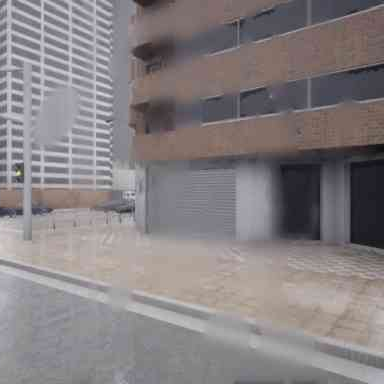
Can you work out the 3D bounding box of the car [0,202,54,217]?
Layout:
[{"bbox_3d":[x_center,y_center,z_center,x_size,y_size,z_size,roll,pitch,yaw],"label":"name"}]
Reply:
[{"bbox_3d":[-15.533,1.599,30.932,1.895,1.301,4.718,0,0,36],"label":"car"}]

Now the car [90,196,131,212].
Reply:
[{"bbox_3d":[-9.383,1.546,39.393,2.033,1.411,5.357,0,0,36],"label":"car"}]

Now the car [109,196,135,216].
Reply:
[{"bbox_3d":[-5.283,1.490,32.800,2.128,1.511,4.902,0,0,36],"label":"car"}]
